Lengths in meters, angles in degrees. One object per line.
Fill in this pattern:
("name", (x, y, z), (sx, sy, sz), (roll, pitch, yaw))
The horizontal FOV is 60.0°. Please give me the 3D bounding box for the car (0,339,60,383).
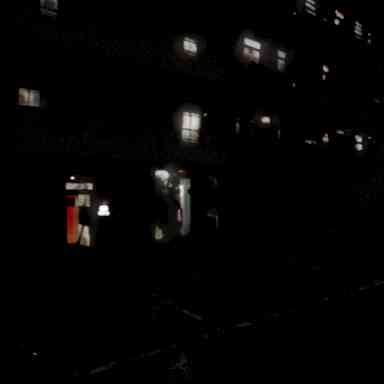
("car", (-2.709, 1.546, 1.430), (4.181, 1.385, 1.994), (1, -1, -36))
